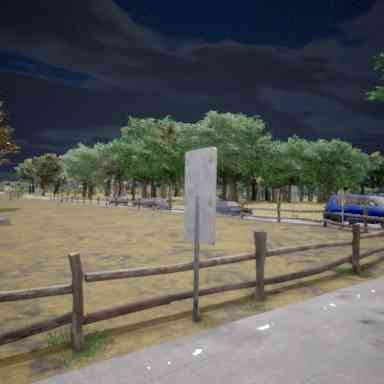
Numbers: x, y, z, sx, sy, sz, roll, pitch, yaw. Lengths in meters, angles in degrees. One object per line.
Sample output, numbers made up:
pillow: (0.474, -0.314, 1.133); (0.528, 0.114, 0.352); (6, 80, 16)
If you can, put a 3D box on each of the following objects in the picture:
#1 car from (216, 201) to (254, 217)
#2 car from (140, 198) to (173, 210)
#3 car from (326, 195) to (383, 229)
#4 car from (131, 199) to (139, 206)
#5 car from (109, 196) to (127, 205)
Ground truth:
car: (3.458, 1.561, 31.911); (2.033, 1.411, 5.357); (2, -1, -36)
car: (-4.298, 1.498, 42.812); (2.128, 1.511, 4.902); (2, -1, -35)
car: (11.060, 1.229, 20.735); (2.150, 2.045, 5.566); (2, -1, -31)
car: (-7.719, 1.624, 52.583); (2.033, 1.411, 5.357); (2, -1, -35)
car: (-13.568, 1.549, 60.701); (2.128, 1.511, 4.902); (2, -1, -35)
